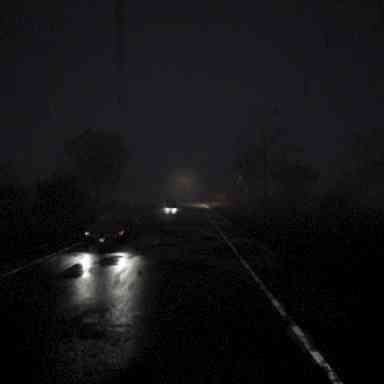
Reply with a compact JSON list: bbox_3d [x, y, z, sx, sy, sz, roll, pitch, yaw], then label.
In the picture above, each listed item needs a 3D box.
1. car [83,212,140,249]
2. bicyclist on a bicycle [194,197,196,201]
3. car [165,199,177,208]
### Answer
[{"bbox_3d":[-3.606,1.678,15.606,1.812,1.442,4.674,0,-1,0],"label":"car"},{"bbox_3d":[0.923,2.241,95.083,0.582,1.620,1.656,0,-1,0],"label":"bicyclist on a bicycle"},{"bbox_3d":[-3.574,2.011,57.849,2.128,1.511,4.902,0,0,1],"label":"car"}]
